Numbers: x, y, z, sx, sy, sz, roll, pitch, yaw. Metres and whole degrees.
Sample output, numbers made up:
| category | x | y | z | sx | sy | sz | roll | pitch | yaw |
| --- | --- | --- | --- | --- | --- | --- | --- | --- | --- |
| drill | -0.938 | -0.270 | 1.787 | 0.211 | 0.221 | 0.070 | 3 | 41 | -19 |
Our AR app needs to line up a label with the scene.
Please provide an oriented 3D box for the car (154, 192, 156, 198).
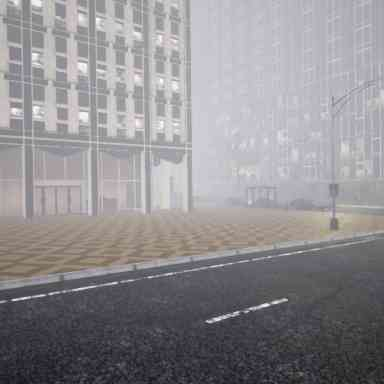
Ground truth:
| category | x | y | z | sx | sy | sz | roll | pitch | yaw |
| --- | --- | --- | --- | --- | --- | --- | --- | --- | --- |
| car | -9.021 | 0.684 | 83.602 | 1.967 | 1.590 | 4.097 | 0 | 1 | -34 |

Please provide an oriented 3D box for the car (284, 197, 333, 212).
| category | x | y | z | sx | sy | sz | roll | pitch | yaw |
| --- | --- | --- | --- | --- | --- | --- | --- | --- | --- |
| car | 12.761 | 1.422 | 36.547 | 1.947 | 1.339 | 4.313 | -1 | 1 | -34 |

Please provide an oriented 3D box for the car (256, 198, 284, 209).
| category | x | y | z | sx | sy | sz | roll | pitch | yaw |
| --- | --- | --- | --- | --- | --- | --- | --- | --- | --- |
| car | 9.573 | 1.386 | 41.256 | 1.802 | 1.307 | 4.206 | -1 | 1 | -34 |

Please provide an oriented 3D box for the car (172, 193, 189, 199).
| category | x | y | z | sx | sy | sz | roll | pitch | yaw |
| --- | --- | --- | --- | --- | --- | --- | --- | --- | --- |
| car | -2.618 | 0.934 | 74.213 | 1.802 | 1.307 | 4.206 | 0 | 1 | -34 |

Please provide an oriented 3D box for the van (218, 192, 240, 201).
| category | x | y | z | sx | sy | sz | roll | pitch | yaw |
| --- | --- | --- | --- | --- | --- | --- | --- | --- | --- |
| van | 6.986 | 0.853 | 60.121 | 1.690 | 1.788 | 3.998 | -1 | 1 | -34 |

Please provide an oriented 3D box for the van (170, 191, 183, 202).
| category | x | y | z | sx | sy | sz | roll | pitch | yaw |
| --- | --- | --- | --- | --- | --- | --- | --- | --- | --- |
| van | -3.139 | 0.936 | 60.098 | 1.690 | 1.788 | 3.998 | 0 | 1 | -34 |

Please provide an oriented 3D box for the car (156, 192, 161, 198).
| category | x | y | z | sx | sy | sz | roll | pitch | yaw |
| --- | --- | --- | --- | --- | --- | --- | --- | --- | --- |
| car | -5.820 | 0.613 | 78.905 | 2.192 | 1.841 | 5.009 | 0 | 1 | -34 |

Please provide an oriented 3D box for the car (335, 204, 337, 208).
| category | x | y | z | sx | sy | sz | roll | pitch | yaw |
| --- | --- | --- | --- | --- | --- | --- | --- | --- | --- |
| car | 14.227 | 1.347 | 39.209 | 2.033 | 1.411 | 5.357 | -1 | 1 | -34 |

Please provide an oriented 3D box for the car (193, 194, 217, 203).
| category | x | y | z | sx | sy | sz | roll | pitch | yaw |
| --- | --- | --- | --- | --- | --- | --- | --- | --- | --- |
| car | 1.781 | 1.162 | 57.525 | 1.994 | 1.385 | 4.181 | -1 | 1 | -34 |

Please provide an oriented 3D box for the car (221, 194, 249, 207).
| category | x | y | z | sx | sy | sz | roll | pitch | yaw |
| --- | --- | --- | --- | --- | --- | --- | --- | --- | --- |
| car | 6.420 | 1.318 | 45.984 | 1.947 | 1.339 | 4.313 | -1 | 1 | -34 |
